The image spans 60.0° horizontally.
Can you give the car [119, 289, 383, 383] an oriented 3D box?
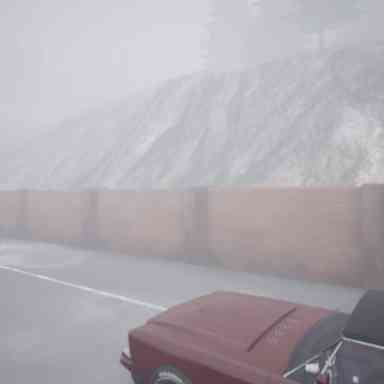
[{"bbox_3d":[1.585,1.602,2.858,4.718,1.301,1.895,0,0,36],"label":"car"}]
